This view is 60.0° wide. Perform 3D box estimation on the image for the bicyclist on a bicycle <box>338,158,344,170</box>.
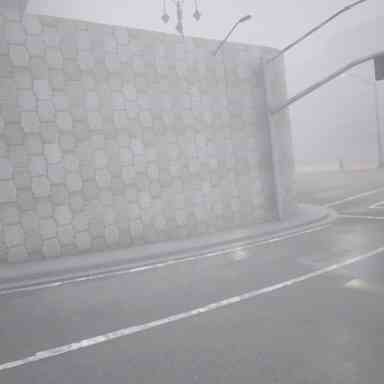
[{"bbox_3d":[20.052,-3.807,44.845,1.656,1.620,0.582,-11,6,-35],"label":"bicyclist on a bicycle"}]
